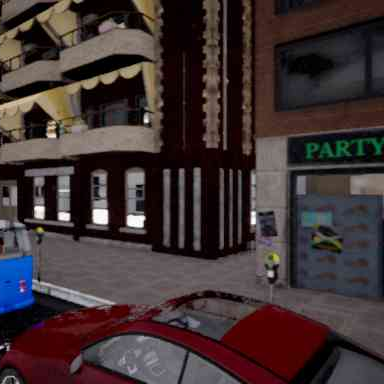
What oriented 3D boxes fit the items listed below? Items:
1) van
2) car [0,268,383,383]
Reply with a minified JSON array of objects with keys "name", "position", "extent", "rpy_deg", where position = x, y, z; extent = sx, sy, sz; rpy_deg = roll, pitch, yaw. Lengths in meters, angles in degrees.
[{"name":"van","position":[-4.629,1.339,6.178],"extent":[3.998,1.788,1.690],"rpy_deg":[0,0,36]},{"name":"car","position":[-0.031,1.581,2.896],"extent":[4.206,1.307,1.802],"rpy_deg":[0,0,36]}]
